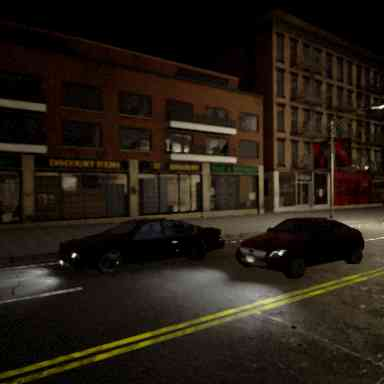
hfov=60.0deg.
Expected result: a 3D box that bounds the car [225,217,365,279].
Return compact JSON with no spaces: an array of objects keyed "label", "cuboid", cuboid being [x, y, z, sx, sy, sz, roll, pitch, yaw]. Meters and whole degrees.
[{"label":"car","cuboid":[3.433,1.508,10.097,4.674,1.442,1.812,0,0,-35]}]

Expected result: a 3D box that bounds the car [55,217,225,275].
[{"label":"car","cuboid":[-1.399,1.538,10.660,5.357,1.411,2.033,0,0,-35]}]
